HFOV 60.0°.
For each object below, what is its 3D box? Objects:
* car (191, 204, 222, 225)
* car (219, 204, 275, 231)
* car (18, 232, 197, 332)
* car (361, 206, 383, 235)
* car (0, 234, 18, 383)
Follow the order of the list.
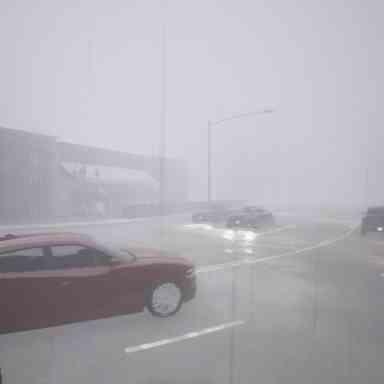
[{"bbox_3d":[1.670,1.560,24.362,1.994,1.385,4.181,0,0,33],"label":"car"},{"bbox_3d":[3.703,1.561,20.908,1.994,1.385,4.181,0,0,32],"label":"car"},{"bbox_3d":[-2.307,1.477,5.944,5.008,1.535,1.882,0,0,-27],"label":"car"},{"bbox_3d":[10.410,1.504,18.137,1.837,1.490,4.892,0,1,33],"label":"car"},{"bbox_3d":[-3.921,1.221,1.248,5.566,2.045,2.150,0,0,-22],"label":"car"}]
